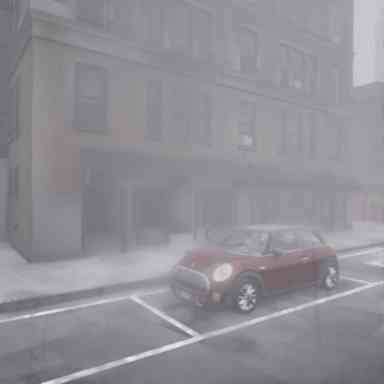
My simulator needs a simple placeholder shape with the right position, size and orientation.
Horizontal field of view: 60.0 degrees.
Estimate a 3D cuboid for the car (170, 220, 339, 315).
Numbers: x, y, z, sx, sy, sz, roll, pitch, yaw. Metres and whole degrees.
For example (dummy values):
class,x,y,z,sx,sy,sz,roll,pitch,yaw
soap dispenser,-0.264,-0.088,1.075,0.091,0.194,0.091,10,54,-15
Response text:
class,x,y,z,sx,sy,sz,roll,pitch,yaw
car,1.503,1.495,7.606,4.097,1.590,1.967,1,0,-36
